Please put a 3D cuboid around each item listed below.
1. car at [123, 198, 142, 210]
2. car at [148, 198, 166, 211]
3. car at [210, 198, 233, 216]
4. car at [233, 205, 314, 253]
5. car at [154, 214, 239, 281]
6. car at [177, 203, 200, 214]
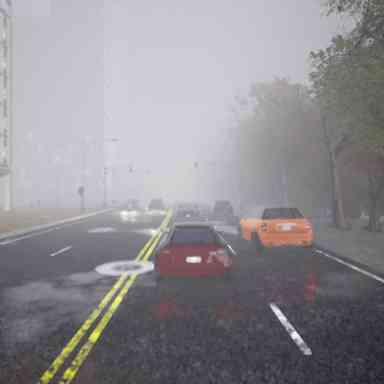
[{"bbox_3d":[-7.495,1.491,42.048,2.128,1.511,4.902,0,0,-2],"label":"car"},{"bbox_3d":[-4.179,1.470,40.110,1.882,1.535,5.008,0,0,-2],"label":"car"},{"bbox_3d":[2.791,1.349,31.819,1.882,1.535,5.008,2,4,-2],"label":"car"},{"bbox_3d":[3.248,1.322,13.790,2.097,1.767,4.553,-1,-1,-2],"label":"car"},{"bbox_3d":[0.020,1.561,9.844,1.994,1.385,4.181,0,0,-1],"label":"car"},{"bbox_3d":[-0.370,1.594,28.674,1.895,1.301,4.718,0,0,-2],"label":"car"}]
